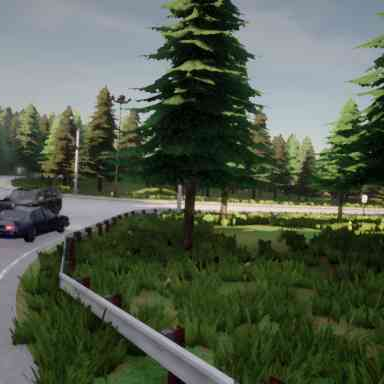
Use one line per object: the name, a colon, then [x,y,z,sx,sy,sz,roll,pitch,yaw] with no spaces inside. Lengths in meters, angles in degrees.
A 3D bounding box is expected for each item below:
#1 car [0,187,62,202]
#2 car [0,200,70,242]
car: [-10.490,0.758,21.675,2.150,2.045,5.566,4,2,4]
car: [-7.604,1.370,15.585,2.033,1.411,5.357,4,1,3]
